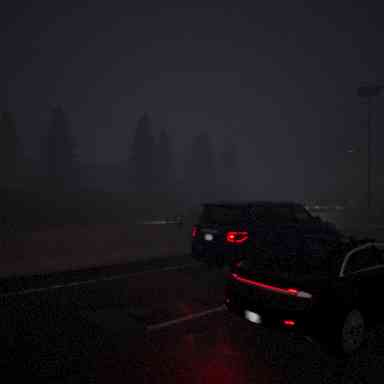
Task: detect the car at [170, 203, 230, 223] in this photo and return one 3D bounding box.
[{"bbox_3d":[0.795,1.705,28.352,2.033,1.411,5.357,0,0,43],"label":"car"}]

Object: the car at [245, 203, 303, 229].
[{"bbox_3d":[5.955,1.622,23.721,1.882,1.535,5.008,0,0,42],"label":"car"}]

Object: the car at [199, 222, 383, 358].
[{"bbox_3d":[2.742,1.532,6.129,4.902,1.511,2.128,0,0,-38],"label":"car"}]

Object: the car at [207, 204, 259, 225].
[{"bbox_3d":[3.279,1.714,25.984,1.994,1.385,4.181,0,0,43],"label":"car"}]

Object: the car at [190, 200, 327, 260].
[{"bbox_3d":[2.481,1.285,10.399,5.566,2.045,2.150,0,0,-40],"label":"car"}]
